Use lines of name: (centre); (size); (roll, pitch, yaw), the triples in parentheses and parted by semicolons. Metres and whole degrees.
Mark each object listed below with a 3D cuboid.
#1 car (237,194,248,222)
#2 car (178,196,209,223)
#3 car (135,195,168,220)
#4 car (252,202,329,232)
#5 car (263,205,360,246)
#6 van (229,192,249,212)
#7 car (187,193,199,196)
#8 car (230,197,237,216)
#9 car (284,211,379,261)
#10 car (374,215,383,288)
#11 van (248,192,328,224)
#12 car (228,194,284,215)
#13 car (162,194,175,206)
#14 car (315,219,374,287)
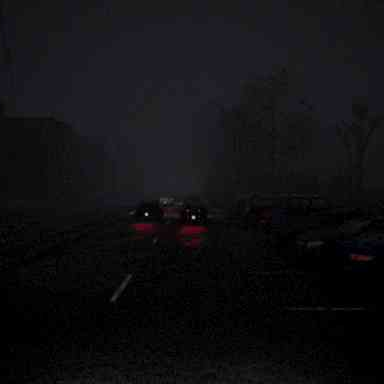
car: (5.507, 1.179, 21.399); (4.553, 1.767, 2.185); (0, 1, 0)
car: (0.101, 1.302, 23.445); (1.837, 1.490, 4.892); (0, 1, 0)
car: (-3.151, 1.267, 25.481); (1.837, 1.490, 4.892); (0, 1, 0)
car: (5.568, 1.399, 15.764); (4.792, 1.488, 2.163); (0, 1, 0)
car: (5.509, 1.429, 13.012); (4.792, 1.488, 2.163); (0, 1, 0)
van: (5.422, 0.997, 26.783); (4.442, 1.987, 1.878); (0, 1, 0)
car: (0.101, 0.866, 42.045); (1.882, 1.535, 5.008); (0, 2, 0)
car: (5.533, 1.267, 24.028); (4.892, 1.521, 2.231); (0, 1, 0)
car: (5.541, 1.461, 10.254); (4.674, 1.452, 2.002); (0, 0, 0)
car: (5.507, 1.335, 4.738); (4.553, 1.767, 2.185); (0, 0, 0)
van: (5.655, 1.114, 18.514); (4.442, 1.987, 1.878); (0, 1, 0)
car: (5.569, 1.047, 29.536); (4.553, 1.767, 2.185); (0, 1, 0)
car: (-3.153, 0.934, 41.333); (1.812, 1.442, 4.674); (0, 2, 0)
car: (5.536, 1.481, 7.500); (4.674, 1.452, 2.002); (0, 0, 0)
